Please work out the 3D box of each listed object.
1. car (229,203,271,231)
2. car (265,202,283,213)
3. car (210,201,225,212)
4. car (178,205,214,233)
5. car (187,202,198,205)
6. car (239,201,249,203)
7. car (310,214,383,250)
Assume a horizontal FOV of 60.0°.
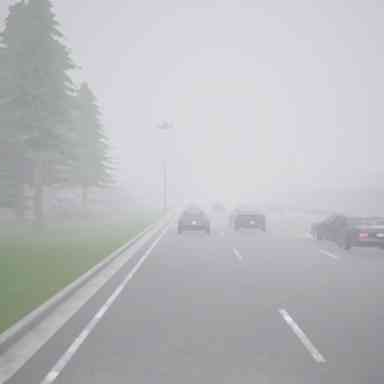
[{"bbox_3d":[3.615,1.719,22.390,1.882,1.535,5.008,0,-1,0],"label":"car"},{"bbox_3d":[10.530,2.020,44.019,2.033,1.411,5.357,0,-1,0],"label":"car"},{"bbox_3d":[3.563,2.011,46.969,1.837,1.490,4.892,0,0,1],"label":"car"},{"bbox_3d":[0.116,1.795,21.439,1.994,1.385,4.181,0,-1,0],"label":"car"},{"bbox_3d":[0.053,2.094,45.892,1.895,1.301,4.718,0,-1,1],"label":"car"},{"bbox_3d":[7.032,2.012,45.379,1.812,1.442,4.674,0,0,0],"label":"car"},{"bbox_3d":[7.110,1.710,15.051,2.033,1.411,5.357,0,-1,0],"label":"car"}]
